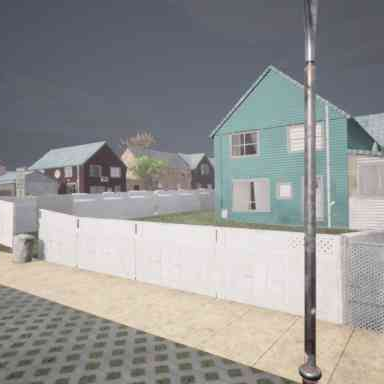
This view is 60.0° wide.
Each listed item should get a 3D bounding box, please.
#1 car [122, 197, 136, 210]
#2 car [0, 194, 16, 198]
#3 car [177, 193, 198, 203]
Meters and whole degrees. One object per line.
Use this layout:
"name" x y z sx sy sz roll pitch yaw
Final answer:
"car" -6.711 0.911 29.884 1.882 1.535 5.008 -1 1 35
"car" -12.718 1.066 21.325 2.097 1.767 4.553 -1 1 35
"car" -0.555 0.624 38.652 1.882 1.535 5.008 -1 1 35
